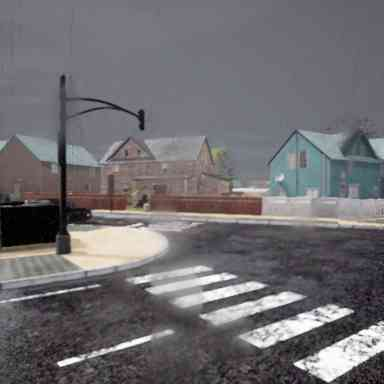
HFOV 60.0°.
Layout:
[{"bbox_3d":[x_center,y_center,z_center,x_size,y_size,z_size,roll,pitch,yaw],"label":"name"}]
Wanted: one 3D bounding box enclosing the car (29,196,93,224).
[{"bbox_3d":[-8.414,1.053,20.153,5.008,1.535,1.882,1,1,18],"label":"car"}]
